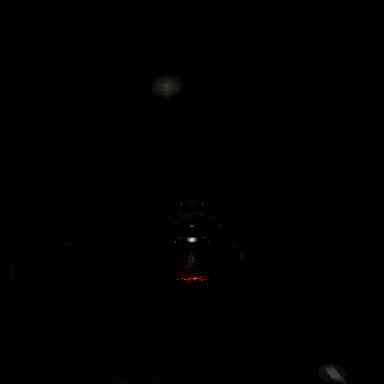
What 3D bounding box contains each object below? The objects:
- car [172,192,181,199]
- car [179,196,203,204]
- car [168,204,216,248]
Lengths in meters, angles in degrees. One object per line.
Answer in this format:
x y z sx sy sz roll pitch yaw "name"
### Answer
-3.500 0.830 76.718 1.882 1.535 5.008 0 1 0 "car"
0.000 1.376 29.645 1.882 1.535 5.008 0 0 0 "car"
0.000 1.494 14.647 1.837 1.490 4.892 0 0 0 "car"
